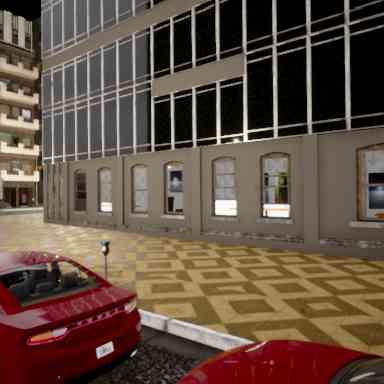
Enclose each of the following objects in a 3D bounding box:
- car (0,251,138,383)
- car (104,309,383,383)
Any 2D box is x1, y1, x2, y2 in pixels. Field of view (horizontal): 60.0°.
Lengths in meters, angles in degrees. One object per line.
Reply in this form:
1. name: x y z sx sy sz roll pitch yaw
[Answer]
1. car: -2.738 1.544 4.842 4.507 1.381 1.887 0 -1 36
2. car: 1.832 1.545 1.577 4.507 1.381 1.887 0 -1 36
